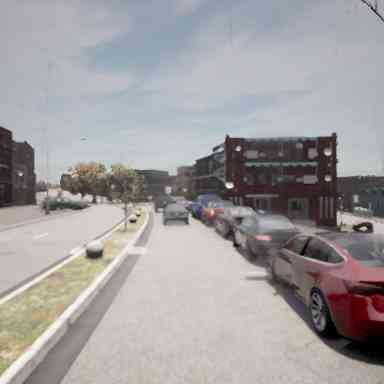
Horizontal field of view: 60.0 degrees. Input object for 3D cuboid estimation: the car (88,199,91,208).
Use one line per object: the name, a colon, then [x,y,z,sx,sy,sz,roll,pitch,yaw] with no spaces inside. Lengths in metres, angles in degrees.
car: [-20.803,2.315,58.386,4.892,1.521,2.231,0,-2,-14]

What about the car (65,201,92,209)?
car: [-23.481,2.648,68.972,5.366,1.575,1.946,0,-2,-16]

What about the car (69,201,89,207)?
car: [-29.533,3.160,87.029,4.892,1.521,2.231,0,-1,-19]

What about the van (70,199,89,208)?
van: [-27.670,2.796,81.849,4.442,1.987,1.878,0,-1,-19]

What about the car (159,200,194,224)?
car: [-1.288,1.588,25.067,2.033,1.411,5.357,0,0,-6]

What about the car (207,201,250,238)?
car: [2.339,1.483,17.576,2.231,1.521,4.892,0,0,-4]

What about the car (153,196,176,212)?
car: [-3.732,1.519,42.881,2.150,2.045,5.566,0,-1,-9]

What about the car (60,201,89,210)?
car: [-21.510,2.431,61.023,4.792,1.488,2.163,0,-2,-14]

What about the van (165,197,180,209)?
van: [-3.288,1.881,56.180,1.878,1.987,4.442,0,-2,-12]

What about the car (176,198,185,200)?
car: [-1.136,1.854,45.177,2.002,1.452,4.674,0,-1,-10]

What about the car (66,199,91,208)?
car: [-26.926,2.702,79.204,5.566,2.045,2.435,0,-1,-18]

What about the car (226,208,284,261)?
car: [2.674,1.519,12.165,2.002,1.452,4.674,0,0,-2]

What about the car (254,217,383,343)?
car: [2.897,1.508,6.649,2.163,1.488,4.792,0,0,-1]

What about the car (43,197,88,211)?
car: [-18.352,1.717,47.620,5.566,2.045,2.435,0,-1,-11]

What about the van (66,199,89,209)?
van: [-24.553,2.505,71.510,4.442,1.987,1.878,0,-2,-17]

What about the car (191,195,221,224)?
car: [1.290,1.296,28.774,2.435,2.045,5.566,0,0,-6]
